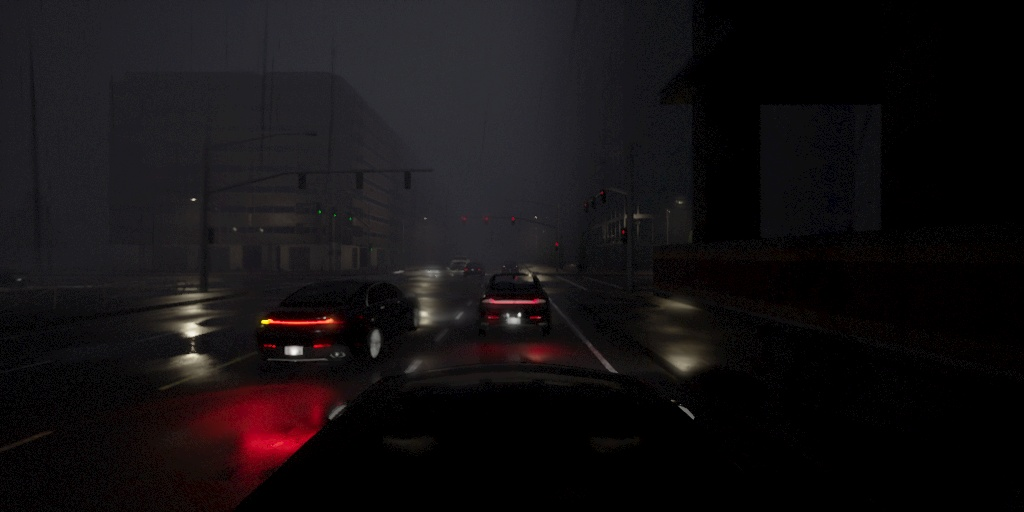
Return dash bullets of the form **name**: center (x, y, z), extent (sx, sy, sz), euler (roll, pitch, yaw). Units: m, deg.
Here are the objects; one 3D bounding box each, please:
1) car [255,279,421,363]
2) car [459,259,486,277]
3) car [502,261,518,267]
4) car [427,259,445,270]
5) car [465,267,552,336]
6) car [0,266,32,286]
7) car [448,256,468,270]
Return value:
- **car**: center (-3.451, 1.256, 8.123), extent (1.837, 1.490, 4.892), euler (0, 0, 0)
- **car**: center (-3.664, 1.330, 35.677), extent (2.033, 1.411, 5.357), euler (0, 0, -1)
- **car**: center (-0.248, 1.284, 41.992), extent (1.812, 1.442, 4.674), euler (0, 0, -1)
- **car**: center (-10.973, 1.253, 51.874), extent (2.128, 1.511, 4.902), euler (0, 0, 0)
- **car**: center (0.059, 1.244, 10.443), extent (2.128, 1.511, 4.902), euler (0, 0, 0)
- **car**: center (-35.141, 1.302, 23.825), extent (4.902, 1.511, 2.128), euler (0, 0, 0)
- **car**: center (-7.475, 0.984, 52.083), extent (2.150, 2.045, 5.566), euler (0, 0, 1)
